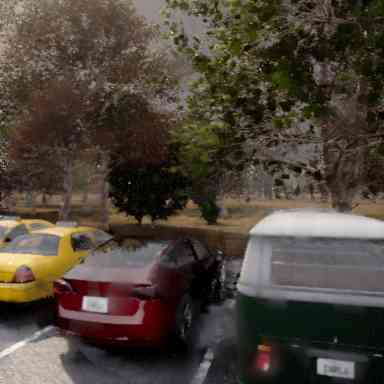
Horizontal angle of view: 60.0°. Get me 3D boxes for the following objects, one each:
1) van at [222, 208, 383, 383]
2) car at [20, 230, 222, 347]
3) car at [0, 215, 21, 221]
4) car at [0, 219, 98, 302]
[{"bbox_3d":[1.802,1.267,4.926,1.878,1.987,4.442,0,-1,16],"label":"van"},{"bbox_3d":[-0.630,1.533,6.560,2.163,1.488,4.792,0,-1,15],"label":"car"},{"bbox_3d":[-5.514,1.516,9.797,1.946,1.575,5.366,0,-1,15],"label":"car"},{"bbox_3d":[-2.997,1.512,8.433,1.946,1.575,5.366,0,-1,15],"label":"car"}]
